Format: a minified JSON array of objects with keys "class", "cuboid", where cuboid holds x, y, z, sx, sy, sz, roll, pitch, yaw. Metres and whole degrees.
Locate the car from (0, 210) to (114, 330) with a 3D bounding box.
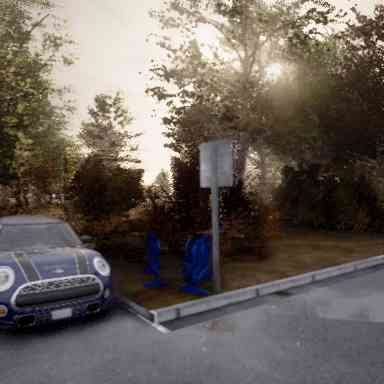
[{"class":"car","cuboid":[-3.366,1.342,7.113,2.185,1.767,4.553,1,0,-36]}]
